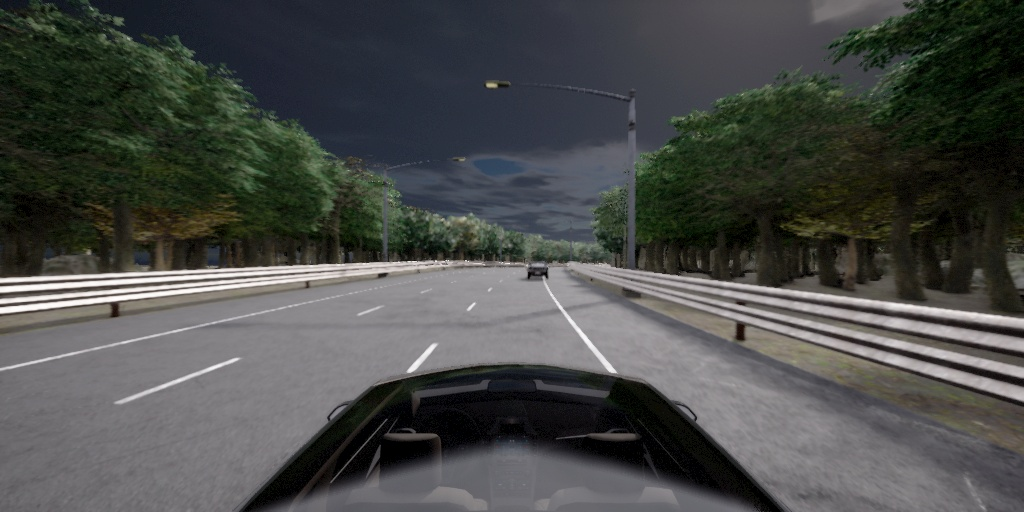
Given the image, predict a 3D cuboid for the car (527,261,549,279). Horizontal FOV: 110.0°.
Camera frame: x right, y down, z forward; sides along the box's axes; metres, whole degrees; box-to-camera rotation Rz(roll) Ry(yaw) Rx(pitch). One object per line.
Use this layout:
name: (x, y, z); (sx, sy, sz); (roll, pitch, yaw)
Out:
car: (2.364, 1.280, 32.993); (1.882, 1.535, 5.008); (0, 0, 4)
